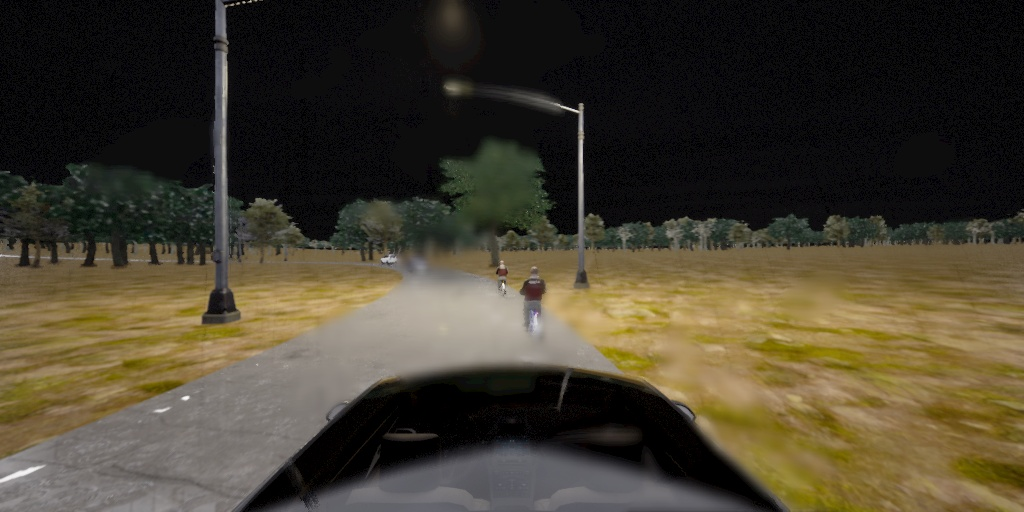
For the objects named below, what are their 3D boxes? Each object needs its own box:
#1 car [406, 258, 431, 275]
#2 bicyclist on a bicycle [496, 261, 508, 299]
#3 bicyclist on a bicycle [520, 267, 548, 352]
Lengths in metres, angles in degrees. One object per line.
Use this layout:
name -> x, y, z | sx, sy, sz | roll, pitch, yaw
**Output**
car -> -9.849, 1.158, 38.370 | 2.128, 1.511, 4.902 | 0, 0, -20
bicyclist on a bicycle -> -0.491, 1.106, 17.130 | 0.659, 1.776, 1.843 | 0, 0, -8
bicyclist on a bicycle -> 0.480, 1.117, 8.063 | 0.659, 1.776, 1.843 | 0, 0, -3
